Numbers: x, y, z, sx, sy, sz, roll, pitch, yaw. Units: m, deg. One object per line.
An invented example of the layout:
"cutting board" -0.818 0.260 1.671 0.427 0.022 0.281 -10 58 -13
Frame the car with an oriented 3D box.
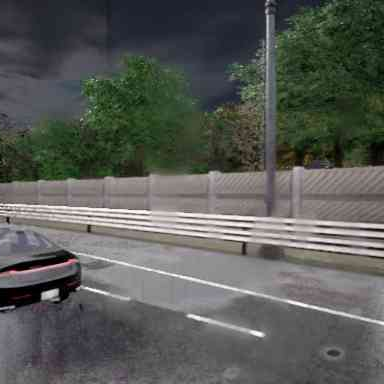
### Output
"car" -4.345 1.503 6.979 4.902 1.511 2.128 0 0 36
